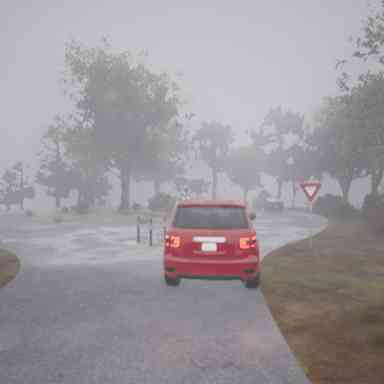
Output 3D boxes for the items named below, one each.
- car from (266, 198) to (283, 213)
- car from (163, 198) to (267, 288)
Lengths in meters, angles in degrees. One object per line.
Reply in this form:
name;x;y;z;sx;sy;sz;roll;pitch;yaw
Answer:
car;8.032;1.353;35.578;1.882;1.535;5.008;1;0;-8
car;0.640;1.188;9.339;2.150;2.045;5.566;0;0;6
